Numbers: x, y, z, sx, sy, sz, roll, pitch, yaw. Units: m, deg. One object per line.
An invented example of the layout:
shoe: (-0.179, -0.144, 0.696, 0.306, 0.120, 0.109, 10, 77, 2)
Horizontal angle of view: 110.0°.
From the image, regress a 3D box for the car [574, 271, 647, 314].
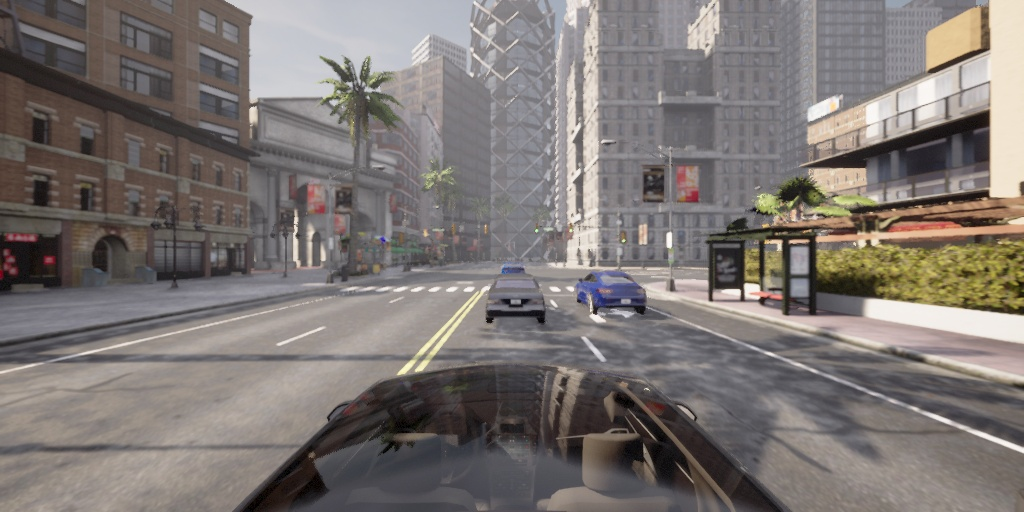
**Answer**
car: (3.600, 1.273, 13.635, 1.812, 1.442, 4.674, 0, 0, 0)

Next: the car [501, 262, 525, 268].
car: (0.101, 1.222, 29.884, 1.882, 1.535, 5.008, 0, 0, 0)

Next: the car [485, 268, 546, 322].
car: (0.101, 1.295, 12.290, 2.033, 1.411, 5.357, 0, 0, 0)
